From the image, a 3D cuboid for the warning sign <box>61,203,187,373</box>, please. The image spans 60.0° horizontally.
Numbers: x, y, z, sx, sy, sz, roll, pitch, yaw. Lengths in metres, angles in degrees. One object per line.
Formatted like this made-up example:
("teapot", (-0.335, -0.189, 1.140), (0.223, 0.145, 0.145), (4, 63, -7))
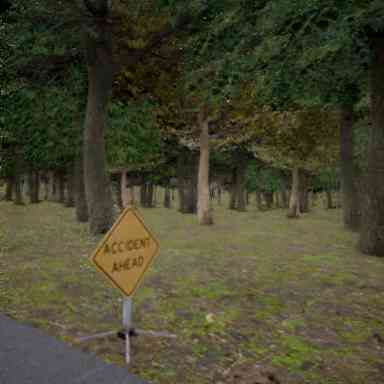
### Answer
("warning sign", (-0.893, 1.103, 4.572), (1.060, 1.860, 1.300), (1, 0, 36))
